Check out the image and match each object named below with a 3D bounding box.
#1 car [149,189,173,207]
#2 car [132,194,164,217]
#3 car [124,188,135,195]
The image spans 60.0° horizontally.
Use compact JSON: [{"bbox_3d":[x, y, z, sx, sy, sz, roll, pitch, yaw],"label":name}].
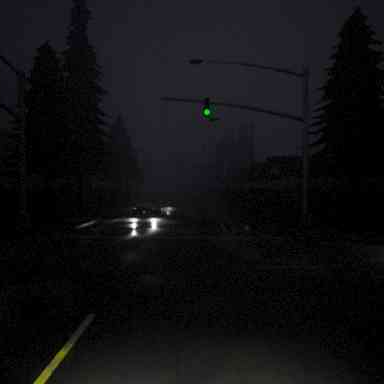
[{"bbox_3d":[-3.536,0.655,40.686,2.150,2.045,5.566,0,2,0],"label":"car"},{"bbox_3d":[-3.551,1.158,26.785,1.812,1.442,4.674,0,1,0],"label":"car"},{"bbox_3d":[-16.690,-0.031,81.115,3.866,1.878,1.905,0,1,0],"label":"car"}]
